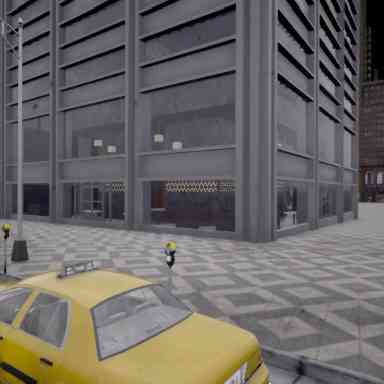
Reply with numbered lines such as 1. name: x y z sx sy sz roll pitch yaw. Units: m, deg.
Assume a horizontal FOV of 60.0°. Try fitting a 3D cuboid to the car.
1. car: -1.547 1.525 4.056 4.829 1.417 1.752 0 0 35
